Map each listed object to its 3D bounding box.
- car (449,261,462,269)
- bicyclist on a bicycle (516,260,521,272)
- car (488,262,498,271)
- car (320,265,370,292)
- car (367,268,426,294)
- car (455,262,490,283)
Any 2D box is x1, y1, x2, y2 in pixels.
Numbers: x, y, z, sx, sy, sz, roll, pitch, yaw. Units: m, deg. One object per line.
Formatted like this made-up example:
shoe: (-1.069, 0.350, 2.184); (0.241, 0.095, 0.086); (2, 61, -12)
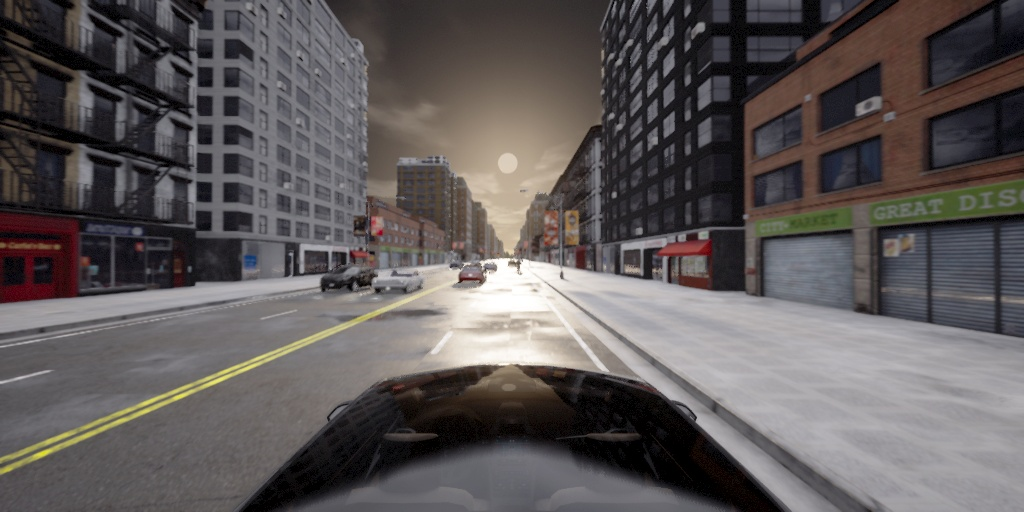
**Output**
car: (-9.764, 1.571, 63.234); (2.033, 1.411, 5.357); (0, 0, 0)
bicyclist on a bicycle: (0.895, 1.321, 46.553); (0.659, 1.776, 1.843); (0, -1, 0)
car: (-3.148, 1.542, 52.915); (1.994, 1.385, 4.181); (0, 0, 0)
car: (-9.848, 1.318, 22.092); (1.882, 1.535, 5.008); (0, 0, 0)
car: (-6.599, 1.437, 21.317); (1.895, 1.301, 4.718); (0, 0, 0)
car: (-3.148, 1.436, 29.205); (1.994, 1.385, 4.181); (0, 0, 0)
